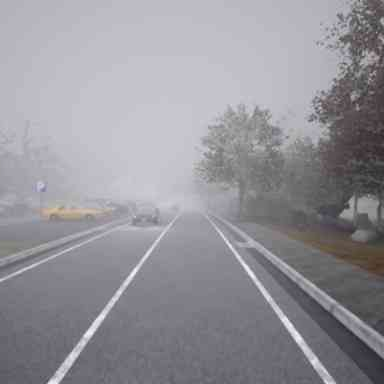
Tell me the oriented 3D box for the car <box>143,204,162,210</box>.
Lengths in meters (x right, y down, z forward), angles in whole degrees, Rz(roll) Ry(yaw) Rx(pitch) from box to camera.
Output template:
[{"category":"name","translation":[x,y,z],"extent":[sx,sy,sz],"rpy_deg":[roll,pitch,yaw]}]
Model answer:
[{"category":"car","translation":[-10.293,3.828,86.781],"extent":[4.892,1.521,2.231],"rpy_deg":[0,-3,0]}]

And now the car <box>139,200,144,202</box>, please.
[{"category":"car","translation":[-10.326,2.365,50.741],"extent":[5.008,1.535,2.097],"rpy_deg":[0,-2,0]}]

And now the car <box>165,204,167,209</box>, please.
[{"category":"car","translation":[-10.110,4.087,92.327],"extent":[5.366,1.575,1.946],"rpy_deg":[0,-3,0]}]

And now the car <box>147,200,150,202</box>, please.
[{"category":"car","translation":[-10.318,2.667,59.064],"extent":[4.674,1.452,2.002],"rpy_deg":[0,-2,0]}]

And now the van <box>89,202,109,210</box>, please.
[{"category":"van","translation":[-23.497,3.468,84.016],"extent":[4.442,1.987,1.878],"rpy_deg":[0,-3,0]}]

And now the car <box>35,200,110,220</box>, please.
[{"category":"car","translation":[-10.148,1.713,28.557],"extent":[5.366,1.575,1.946],"rpy_deg":[0,-1,0]}]

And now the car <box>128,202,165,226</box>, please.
[{"category":"car","translation":[-3.345,1.722,25.367],"extent":[1.812,1.442,4.674],"rpy_deg":[0,-1,0]}]

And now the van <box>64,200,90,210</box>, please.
[{"category":"van","translation":[-23.274,2.678,67.406],"extent":[4.442,1.987,1.878],"rpy_deg":[0,-2,0]}]

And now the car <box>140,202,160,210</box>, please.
[{"category":"car","translation":[-10.271,3.437,81.241],"extent":[4.553,1.767,2.185],"rpy_deg":[0,-3,0]}]

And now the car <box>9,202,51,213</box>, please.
[{"category":"car","translation":[-23.397,2.279,48.041],"extent":[5.008,1.535,2.097],"rpy_deg":[0,-2,0]}]

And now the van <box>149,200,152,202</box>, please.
[{"category":"van","translation":[-10.197,2.488,61.848],"extent":[4.442,1.987,1.878],"rpy_deg":[0,-2,0]}]

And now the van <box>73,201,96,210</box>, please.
[{"category":"van","translation":[-23.504,2.942,72.948],"extent":[4.442,1.987,1.878],"rpy_deg":[0,-3,0]}]

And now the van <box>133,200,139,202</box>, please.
[{"category":"van","translation":[-10.439,2.052,47.973],"extent":[4.442,1.987,1.878],"rpy_deg":[0,-2,0]}]

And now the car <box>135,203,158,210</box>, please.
[{"category":"car","translation":[-10.300,3.299,75.689],"extent":[5.008,1.535,2.097],"rpy_deg":[0,-3,0]}]

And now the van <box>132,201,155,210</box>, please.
[{"category":"van","translation":[-10.192,2.809,70.154],"extent":[4.442,1.987,1.878],"rpy_deg":[0,-3,0]}]

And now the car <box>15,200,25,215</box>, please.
[{"category":"car","translation":[-23.400,2.023,39.859],"extent":[4.892,1.521,2.231],"rpy_deg":[0,-2,0]}]

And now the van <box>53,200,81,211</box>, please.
[{"category":"van","translation":[-23.277,2.493,62.017],"extent":[4.442,1.987,1.878],"rpy_deg":[0,-2,0]}]

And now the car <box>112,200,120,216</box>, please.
[{"category":"car","translation":[-10.337,1.851,34.096],"extent":[5.008,1.535,2.097],"rpy_deg":[0,-2,0]}]

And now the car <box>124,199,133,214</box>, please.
[{"category":"car","translation":[-10.299,1.764,39.650],"extent":[5.566,2.045,2.435],"rpy_deg":[0,-2,0]}]

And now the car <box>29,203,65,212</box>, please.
[{"category":"car","translation":[-23.392,2.459,53.705],"extent":[4.892,1.521,2.231],"rpy_deg":[0,-2,0]}]

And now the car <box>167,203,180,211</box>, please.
[{"category":"car","translation":[-3.257,2.977,65.924],"extent":[2.033,1.411,5.357],"rpy_deg":[0,-2,0]}]

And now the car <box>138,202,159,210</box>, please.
[{"category":"car","translation":[-10.273,3.305,78.468],"extent":[4.553,1.767,2.185],"rpy_deg":[0,-3,0]}]

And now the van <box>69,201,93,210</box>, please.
[{"category":"van","translation":[-23.505,2.816,70.306],"extent":[4.442,1.987,1.878],"rpy_deg":[0,-3,0]}]

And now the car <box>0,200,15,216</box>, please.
[{"category":"car","translation":[-23.223,1.934,37.093],"extent":[5.366,1.575,1.946],"rpy_deg":[0,-2,0]}]

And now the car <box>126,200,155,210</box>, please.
[{"category":"car","translation":[-10.339,2.652,67.382],"extent":[5.566,2.045,2.435],"rpy_deg":[0,-3,0]}]

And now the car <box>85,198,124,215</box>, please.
[{"category":"car","translation":[-10.360,1.805,36.875],"extent":[4.553,1.767,2.185],"rpy_deg":[0,-2,0]}]

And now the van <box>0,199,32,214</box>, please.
[{"category":"van","translation":[-23.522,1.883,42.636],"extent":[4.442,1.987,1.878],"rpy_deg":[0,-2,0]}]

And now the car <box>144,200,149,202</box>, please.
[{"category":"car","translation":[-10.287,2.569,56.289],"extent":[4.792,1.488,2.163],"rpy_deg":[0,-2,0]}]

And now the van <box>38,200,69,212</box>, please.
[{"category":"van","translation":[-23.514,2.319,56.480],"extent":[4.442,1.987,1.878],"rpy_deg":[0,-2,0]}]

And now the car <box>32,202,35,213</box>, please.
[{"category":"car","translation":[-23.372,2.071,45.401],"extent":[4.553,1.767,2.185],"rpy_deg":[0,-2,0]}]

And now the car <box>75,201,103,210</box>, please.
[{"category":"car","translation":[-23.357,3.048,75.716],"extent":[5.566,2.045,2.435],"rpy_deg":[0,-3,0]}]

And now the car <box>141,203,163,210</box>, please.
[{"category":"car","translation":[-10.115,3.692,84.008],"extent":[5.366,1.575,1.946],"rpy_deg":[0,-3,0]}]

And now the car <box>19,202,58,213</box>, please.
[{"category":"car","translation":[-23.395,2.370,50.936],"extent":[5.008,1.535,2.097],"rpy_deg":[0,-2,0]}]

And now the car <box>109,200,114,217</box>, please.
[{"category":"car","translation":[-10.337,1.780,31.325],"extent":[4.892,1.521,2.231],"rpy_deg":[0,-1,0]}]
